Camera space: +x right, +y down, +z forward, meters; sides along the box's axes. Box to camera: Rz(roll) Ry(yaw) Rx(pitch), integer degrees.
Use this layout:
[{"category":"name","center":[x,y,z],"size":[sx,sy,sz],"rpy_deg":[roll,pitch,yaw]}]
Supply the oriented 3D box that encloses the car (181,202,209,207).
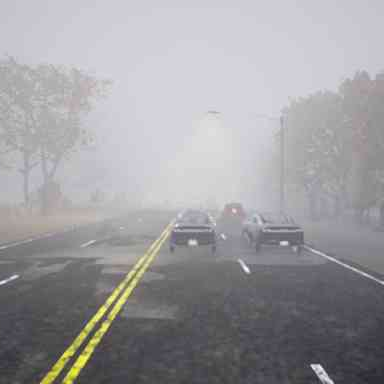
[{"category":"car","center":[0.209,1.814,29.247],"size":[1.994,1.385,4.181],"rpy_deg":[0,0,1]}]

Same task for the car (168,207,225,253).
[{"category":"car","center":[0.051,1.620,14.262],"size":[2.128,1.511,4.902],"rpy_deg":[0,0,1]}]

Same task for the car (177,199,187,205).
[{"category":"car","center":[-2.023,2.103,71.009],"size":[1.994,1.385,4.181],"rpy_deg":[0,0,2]}]

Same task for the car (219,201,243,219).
[{"category":"car","center":[3.454,1.598,28.981],"size":[2.097,1.767,4.553],"rpy_deg":[0,-1,1]}]

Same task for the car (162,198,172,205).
[{"category":"car","center":[-5.271,2.050,71.134],"size":[1.837,1.490,4.892],"rpy_deg":[0,0,2]}]

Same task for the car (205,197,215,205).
[{"category":"car","center":[3.952,1.913,71.660],"size":[2.097,1.767,4.553],"rpy_deg":[0,0,2]}]

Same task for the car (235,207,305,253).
[{"category":"car","center":[3.301,1.620,14.234],"size":[2.128,1.511,4.902],"rpy_deg":[0,0,1]}]
